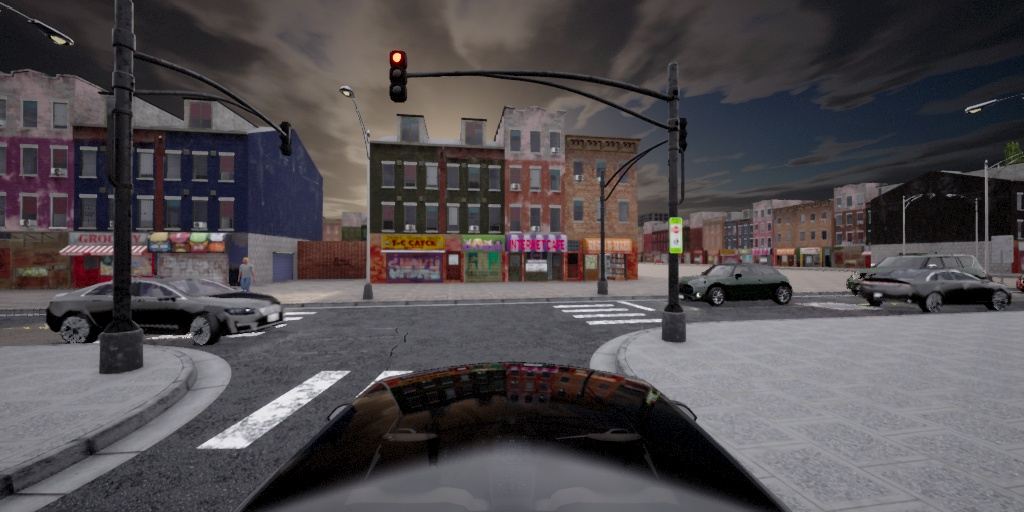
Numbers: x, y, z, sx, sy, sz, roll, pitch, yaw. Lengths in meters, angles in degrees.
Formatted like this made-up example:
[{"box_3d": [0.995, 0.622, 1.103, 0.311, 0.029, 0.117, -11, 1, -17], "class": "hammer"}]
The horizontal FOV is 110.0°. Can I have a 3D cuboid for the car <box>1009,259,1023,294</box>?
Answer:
[{"box_3d": [28.627, 1.034, 18.197, 4.553, 1.767, 2.097, 0, 0, -8], "class": "car"}]

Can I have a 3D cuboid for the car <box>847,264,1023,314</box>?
[{"box_3d": [15.473, 1.190, 13.196, 4.902, 1.511, 2.128, 0, 0, -9], "class": "car"}]

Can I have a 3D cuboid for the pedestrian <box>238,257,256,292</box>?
[{"box_3d": [-11.105, 0.945, 14.964, 0.375, 1.860, 0.375, 0, 0, -9], "class": "pedestrian"}]

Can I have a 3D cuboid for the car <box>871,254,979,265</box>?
[{"box_3d": [18.779, 0.928, 16.698, 5.566, 2.045, 2.150, 0, 0, -9], "class": "car"}]

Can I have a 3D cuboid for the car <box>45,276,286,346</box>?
[{"box_3d": [-8.304, 1.253, 8.843, 4.902, 1.511, 2.128, 0, 0, 1], "class": "car"}]

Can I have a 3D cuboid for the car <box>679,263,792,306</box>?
[{"box_3d": [9.178, 1.083, 15.164, 4.553, 1.767, 2.097, 0, 0, -10], "class": "car"}]
